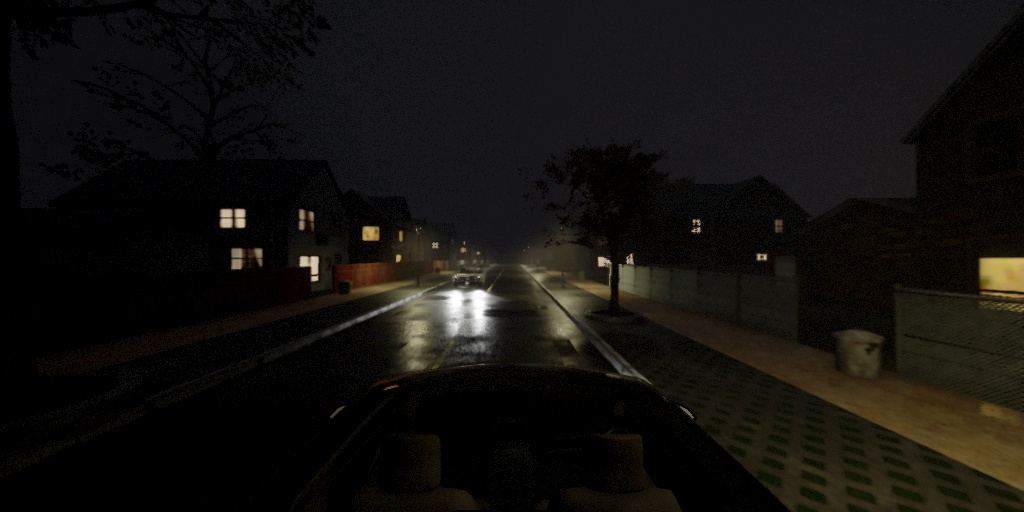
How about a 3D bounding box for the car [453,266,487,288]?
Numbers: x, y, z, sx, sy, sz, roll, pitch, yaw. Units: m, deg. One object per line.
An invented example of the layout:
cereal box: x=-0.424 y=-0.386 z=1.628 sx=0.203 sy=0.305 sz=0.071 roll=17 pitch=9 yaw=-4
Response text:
car: x=-2.745 y=1.379 z=24.168 sx=1.895 sy=1.301 sz=4.718 roll=0 pitch=0 yaw=0
